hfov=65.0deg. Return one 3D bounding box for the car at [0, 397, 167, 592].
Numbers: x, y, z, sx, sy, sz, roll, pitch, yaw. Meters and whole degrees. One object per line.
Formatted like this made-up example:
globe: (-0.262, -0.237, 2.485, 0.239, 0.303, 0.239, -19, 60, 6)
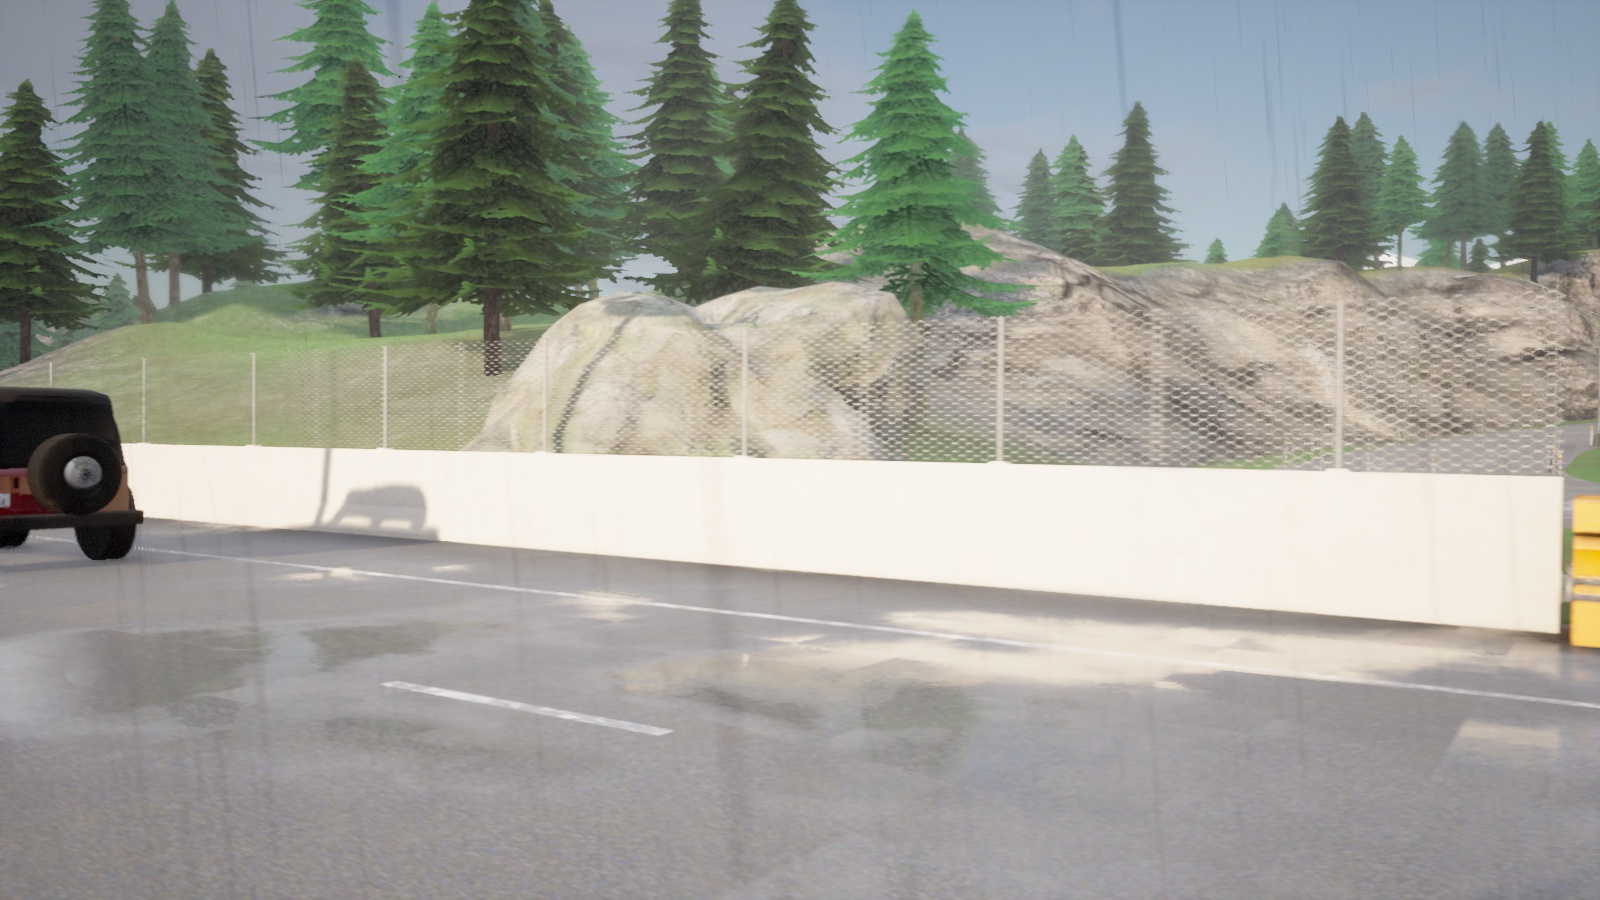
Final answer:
car: (-8.948, 0.420, 13.766, 3.866, 1.878, 1.905, 0, 1, 34)
